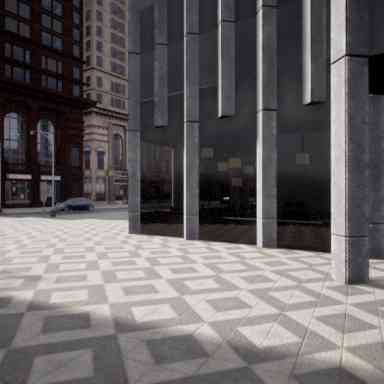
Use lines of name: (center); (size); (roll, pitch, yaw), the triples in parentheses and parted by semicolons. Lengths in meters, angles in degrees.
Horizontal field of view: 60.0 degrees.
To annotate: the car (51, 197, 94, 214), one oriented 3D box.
car: (-13.290, 1.424, 37.090); (2.097, 1.767, 4.553); (0, 0, 36)
